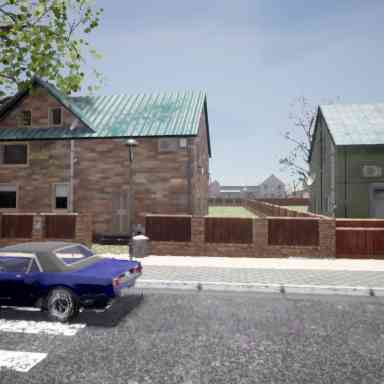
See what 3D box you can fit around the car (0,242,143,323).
[{"bbox_3d":[-3.562,1.753,7.057,4.718,1.301,1.895,0,-2,8],"label":"car"}]
